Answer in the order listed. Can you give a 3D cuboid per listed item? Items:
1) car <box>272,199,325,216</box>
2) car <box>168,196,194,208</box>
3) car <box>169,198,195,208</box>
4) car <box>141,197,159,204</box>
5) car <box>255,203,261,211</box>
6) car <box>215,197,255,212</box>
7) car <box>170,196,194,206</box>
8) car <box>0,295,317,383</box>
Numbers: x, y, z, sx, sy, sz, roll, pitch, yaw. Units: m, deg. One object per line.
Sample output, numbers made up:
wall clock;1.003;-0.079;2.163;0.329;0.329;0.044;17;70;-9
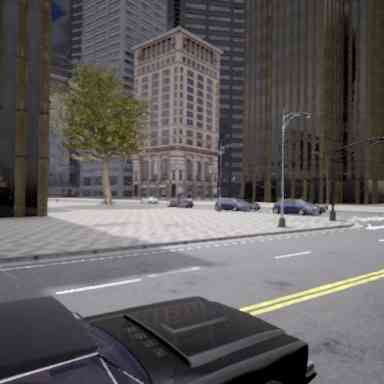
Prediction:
car;10.380;1.464;33.366;2.097;1.767;4.553;1;-1;-37
car;-1.581;1.667;47.908;1.994;1.385;4.181;1;-1;-41
car;-1.658;1.715;52.931;1.994;1.385;4.181;1;-1;-41
car;-8.899;1.763;70.334;1.812;1.442;4.674;1;-1;-45
car;6.728;1.665;43.146;1.837;1.490;4.892;1;-1;-40
car;4.868;1.462;40.282;2.097;1.767;4.553;1;-1;-39
car;-1.940;1.601;63.148;2.097;1.767;4.553;1;-1;-43
car;-1.120;1.604;2.643;4.718;1.301;1.895;0;0;-35
